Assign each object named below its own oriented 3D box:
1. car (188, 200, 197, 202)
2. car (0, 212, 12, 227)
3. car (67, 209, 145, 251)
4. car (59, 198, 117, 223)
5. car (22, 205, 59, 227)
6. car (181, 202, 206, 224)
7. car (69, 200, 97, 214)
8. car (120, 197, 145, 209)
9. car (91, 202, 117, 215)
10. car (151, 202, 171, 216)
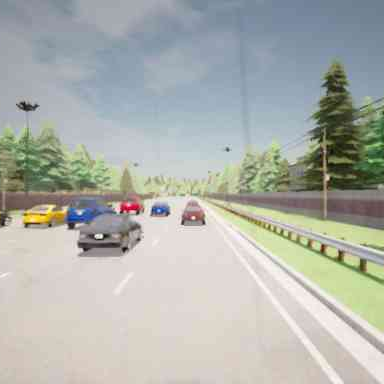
[{"bbox_3d":[0.108,1.976,50.992,1.812,1.442,4.674,0,0,0],"label":"car"},{"bbox_3d":[-13.897,1.700,21.954,1.837,1.490,4.892,0,0,0],"label":"car"},{"bbox_3d":[-3.398,1.678,14.653,2.033,1.411,5.357,0,0,0],"label":"car"},{"bbox_3d":[-6.996,1.430,23.427,2.150,2.045,5.566,0,0,0],"label":"car"},{"bbox_3d":[-10.486,1.693,24.424,1.882,1.535,5.008,0,0,0],"label":"car"},{"bbox_3d":[0.105,1.761,26.643,1.812,1.442,4.674,0,0,0],"label":"car"},{"bbox_3d":[-13.897,1.854,42.744,1.882,1.535,5.008,0,0,0],"label":"car"},{"bbox_3d":[-6.942,1.569,39.143,2.150,2.045,5.566,0,0,0],"label":"car"},{"bbox_3d":[-10.435,1.917,39.968,1.994,1.385,4.181,0,0,0],"label":"car"},{"bbox_3d":[-3.406,1.803,36.865,1.882,1.535,5.008,0,0,0],"label":"car"}]
